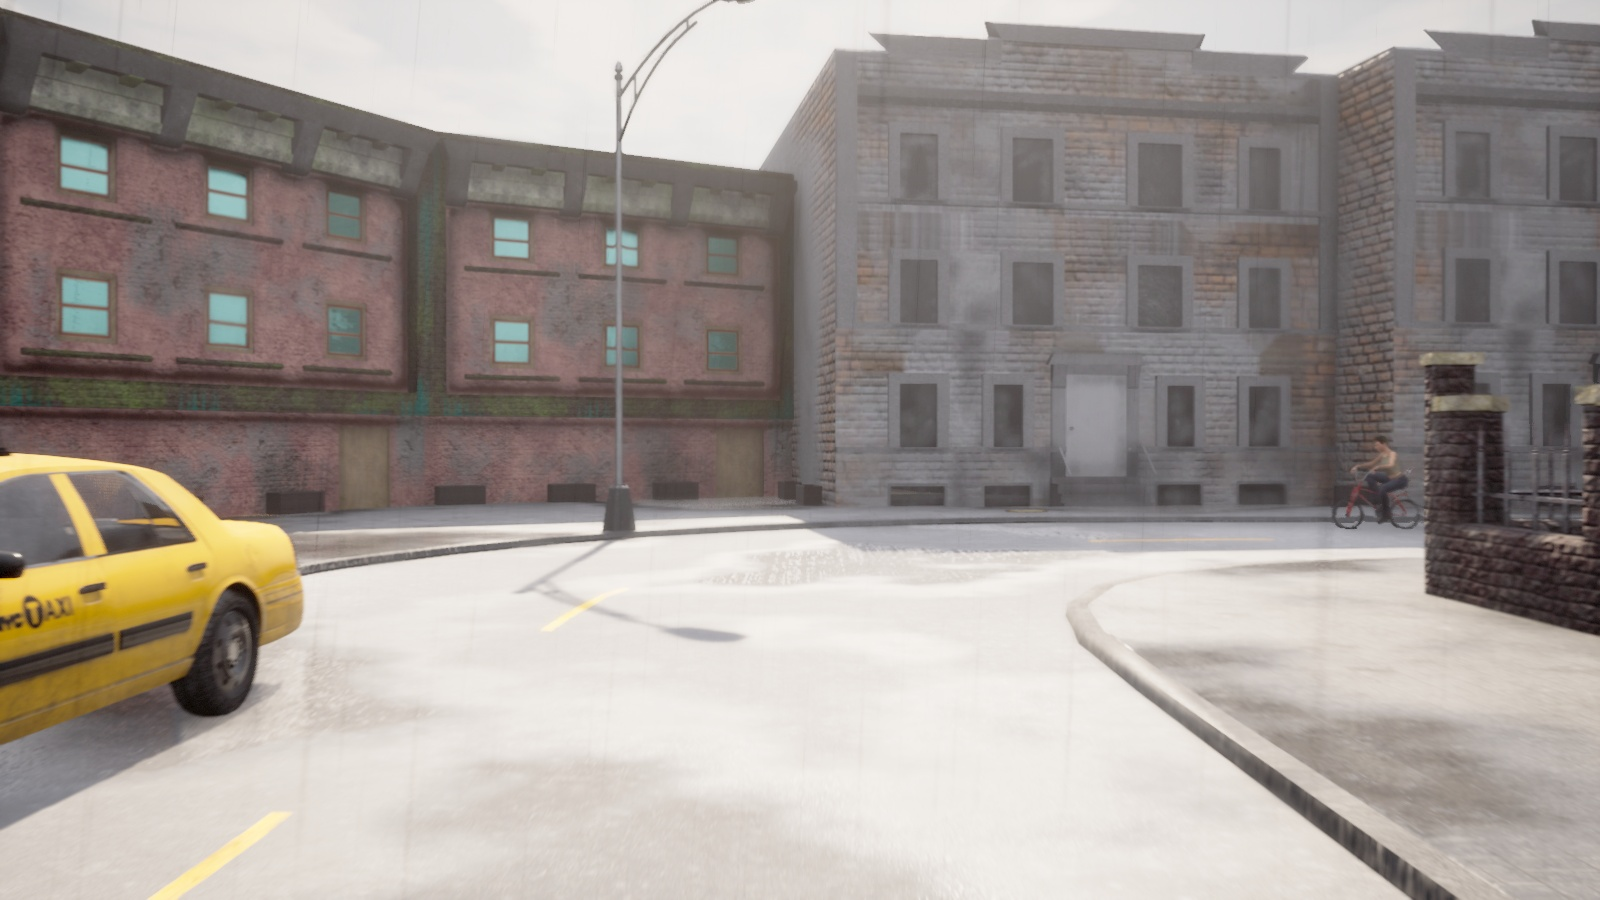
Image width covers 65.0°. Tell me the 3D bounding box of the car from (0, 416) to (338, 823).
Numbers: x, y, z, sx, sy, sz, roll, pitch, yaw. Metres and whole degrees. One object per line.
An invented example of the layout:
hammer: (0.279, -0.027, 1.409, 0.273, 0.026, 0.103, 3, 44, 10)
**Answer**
car: (-3.992, 0.650, 5.665, 1.801, 1.575, 5.366, 0, 0, 0)

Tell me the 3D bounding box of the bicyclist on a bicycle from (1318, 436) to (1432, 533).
bicyclist on a bicycle: (9.682, 0.571, 21.189, 1.509, 1.612, 0.866, 0, 0, 0)
